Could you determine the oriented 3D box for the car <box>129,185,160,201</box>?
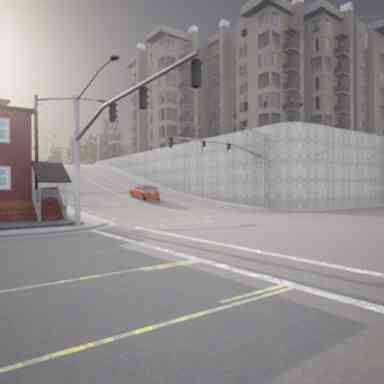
[{"bbox_3d":[-5.628,-0.077,39.254,2.097,1.767,4.553,-1,8,-36],"label":"car"}]
